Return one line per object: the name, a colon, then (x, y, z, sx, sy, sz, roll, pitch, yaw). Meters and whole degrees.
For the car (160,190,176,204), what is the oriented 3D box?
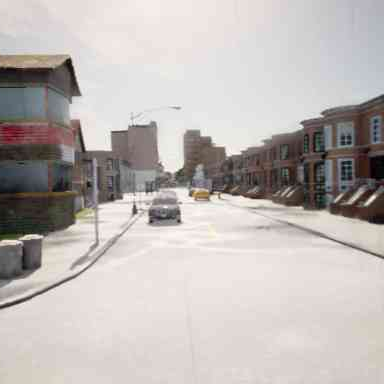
car: (-2.836, 0.521, 40.044, 1.812, 1.442, 4.674, -2, 2, -3)

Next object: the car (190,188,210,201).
car: (1.169, 0.300, 42.793, 1.882, 1.535, 5.008, -2, 1, -3)

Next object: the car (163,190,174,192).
car: (-2.270, 0.788, 30.258, 2.033, 1.411, 5.357, -2, 2, -3)

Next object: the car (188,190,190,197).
car: (0.365, 0.048, 54.880, 1.812, 1.442, 4.674, -2, 2, -3)

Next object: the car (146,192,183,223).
car: (-1.682, 0.989, 20.528, 1.837, 1.490, 4.892, -2, 2, -3)
